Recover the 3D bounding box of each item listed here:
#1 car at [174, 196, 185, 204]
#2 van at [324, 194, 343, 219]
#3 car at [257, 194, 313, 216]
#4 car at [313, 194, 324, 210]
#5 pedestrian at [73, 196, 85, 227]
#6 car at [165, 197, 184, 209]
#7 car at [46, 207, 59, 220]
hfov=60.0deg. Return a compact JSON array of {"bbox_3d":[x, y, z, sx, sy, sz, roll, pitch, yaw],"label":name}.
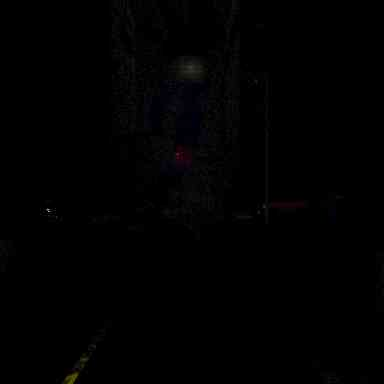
[{"bbox_3d":[-2.326,1.568,64.916,1.994,1.385,4.181,0,0,0],"label":"car"},{"bbox_3d":[12.383,1.198,24.825,3.998,1.788,1.690,-1,1,1],"label":"van"},{"bbox_3d":[8.079,1.223,30.162,4.553,1.767,2.097,-1,0,-8],"label":"car"},{"bbox_3d":[12.456,1.110,33.349,5.009,1.841,2.192,-1,1,1],"label":"car"},{"bbox_3d":[-6.593,1.135,19.325,0.375,1.860,0.375,0,0,1],"label":"pedestrian"},{"bbox_3d":[-2.585,1.553,45.499,1.994,1.385,4.181,0,0,1],"label":"car"},{"bbox_3d":[-13.544,1.507,27.708,4.553,1.767,2.097,-1,0,1],"label":"car"}]
